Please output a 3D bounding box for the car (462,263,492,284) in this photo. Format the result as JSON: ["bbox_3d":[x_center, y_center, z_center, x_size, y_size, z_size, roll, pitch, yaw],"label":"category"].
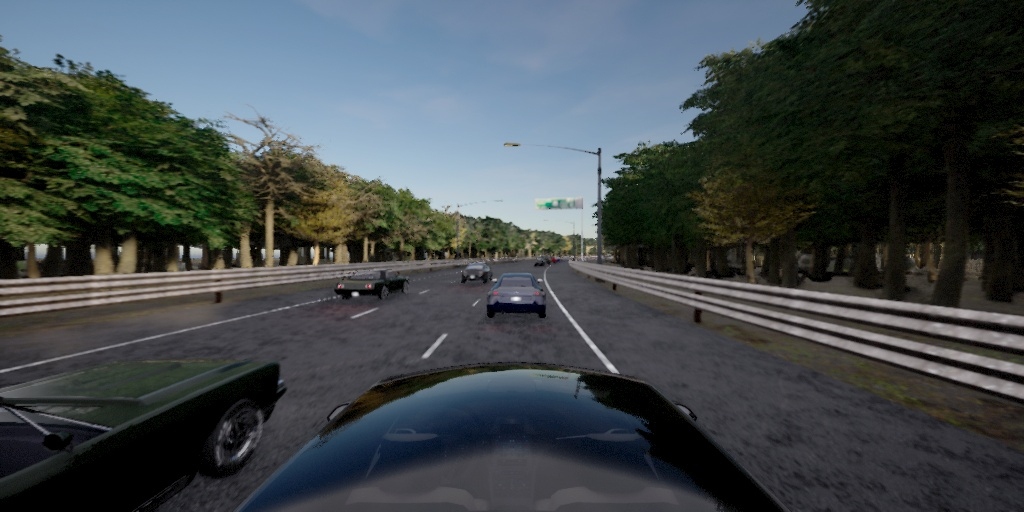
[{"bbox_3d":[-2.572,1.253,26.976,1.812,1.442,4.674,0,0,4],"label":"car"}]

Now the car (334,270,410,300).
[{"bbox_3d":[-6.591,1.327,17.532,1.895,1.301,4.718,0,0,2],"label":"car"}]

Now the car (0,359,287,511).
[{"bbox_3d":[-3.411,1.343,1.786,1.895,1.301,4.718,0,0,0],"label":"car"}]

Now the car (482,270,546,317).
[{"bbox_3d":[0.190,1.310,13.234,1.994,1.385,4.181,0,0,2],"label":"car"}]
